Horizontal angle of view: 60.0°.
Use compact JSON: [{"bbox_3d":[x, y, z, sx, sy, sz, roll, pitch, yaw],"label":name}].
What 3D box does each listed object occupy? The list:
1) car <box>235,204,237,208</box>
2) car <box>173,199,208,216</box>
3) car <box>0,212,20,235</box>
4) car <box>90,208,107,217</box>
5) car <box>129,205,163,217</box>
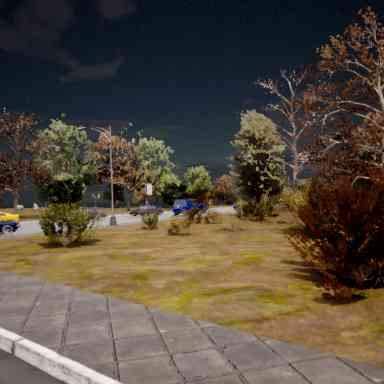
[{"bbox_3d":[9.382,2.581,62.523,1.895,1.301,4.718,-3,-2,33],"label":"car"},{"bbox_3d":[-0.151,1.850,40.810,2.150,2.045,5.566,-3,-2,32],"label":"car"},{"bbox_3d":[-13.276,2.155,20.406,1.895,1.301,4.718,-3,-2,34],"label":"car"},{"bbox_3d":[-11.710,2.459,35.886,2.033,1.411,5.357,-3,-2,32],"label":"car"},{"bbox_3d":[-6.070,2.509,44.859,2.033,1.411,5.357,-3,-2,32],"label":"car"}]
